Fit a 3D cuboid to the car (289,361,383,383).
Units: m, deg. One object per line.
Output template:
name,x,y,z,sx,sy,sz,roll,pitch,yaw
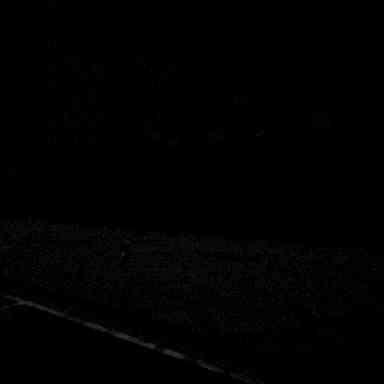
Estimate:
car,2.283,1.555,1.337,4.313,1.339,1.947,-1,-1,35
